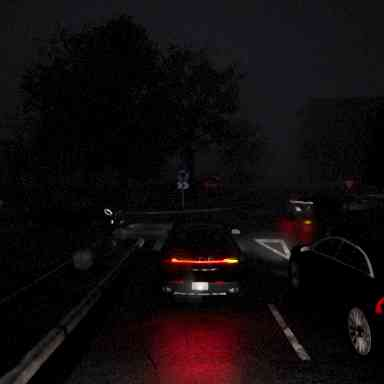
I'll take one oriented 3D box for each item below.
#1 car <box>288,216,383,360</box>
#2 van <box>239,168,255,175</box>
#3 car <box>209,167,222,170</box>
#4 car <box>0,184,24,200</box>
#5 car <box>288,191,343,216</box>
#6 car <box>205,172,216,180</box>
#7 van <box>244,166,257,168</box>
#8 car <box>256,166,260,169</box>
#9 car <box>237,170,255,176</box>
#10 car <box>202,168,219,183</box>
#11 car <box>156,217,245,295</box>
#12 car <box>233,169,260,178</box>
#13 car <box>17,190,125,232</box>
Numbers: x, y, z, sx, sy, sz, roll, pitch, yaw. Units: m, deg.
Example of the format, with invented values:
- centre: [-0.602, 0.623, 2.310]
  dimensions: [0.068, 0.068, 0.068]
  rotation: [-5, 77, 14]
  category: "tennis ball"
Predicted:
- centre: [3.157, 1.456, 5.878]
  dimensions: [2.128, 1.511, 4.902]
  rotation: [0, 1, 0]
  category: "car"
- centre: [15.361, -5.725, 92.901]
  dimensions: [4.442, 1.987, 1.878]
  rotation: [1, 6, 11]
  category: "van"
- centre: [5.477, -4.560, 82.254]
  dimensions: [2.097, 1.767, 4.553]
  rotation: [1, 6, 9]
  category: "car"
- centre: [-18.361, -0.109, 32.464]
  dimensions: [2.033, 1.411, 5.357]
  rotation: [0, 4, 0]
  category: "car"
- centre: [7.797, 0.680, 20.784]
  dimensions: [2.128, 1.511, 4.902]
  rotation: [4, 6, 44]
  category: "car"
- centre: [4.049, -3.518, 72.800]
  dimensions: [1.837, 1.490, 4.892]
  rotation: [1, 5, 9]
  category: "car"
- centre: [13.280, -4.694, 82.351]
  dimensions: [4.442, 1.987, 1.878]
  rotation: [1, 6, 9]
  category: "van"
- centre: [13.859, -4.976, 85.024]
  dimensions: [5.566, 2.045, 2.435]
  rotation: [1, 6, 10]
  category: "car"
- centre: [14.253, -4.958, 87.737]
  dimensions: [4.792, 1.488, 2.163]
  rotation: [1, 6, 10]
  category: "car"
- centre: [3.416, -2.839, 62.463]
  dimensions: [2.150, 2.045, 5.566]
  rotation: [0, 5, 0]
  category: "car"
- centre: [0.216, 1.409, 8.512]
  dimensions: [1.837, 1.490, 4.892]
  rotation: [0, 2, 2]
  category: "car"
- centre: [12.503, -3.950, 76.940]
  dimensions: [4.892, 1.521, 2.231]
  rotation: [1, 5, 9]
  category: "car"
- centre: [-5.636, 0.865, 16.270]
  dimensions: [4.553, 1.767, 2.097]
  rotation: [0, 4, 6]
  category: "car"
